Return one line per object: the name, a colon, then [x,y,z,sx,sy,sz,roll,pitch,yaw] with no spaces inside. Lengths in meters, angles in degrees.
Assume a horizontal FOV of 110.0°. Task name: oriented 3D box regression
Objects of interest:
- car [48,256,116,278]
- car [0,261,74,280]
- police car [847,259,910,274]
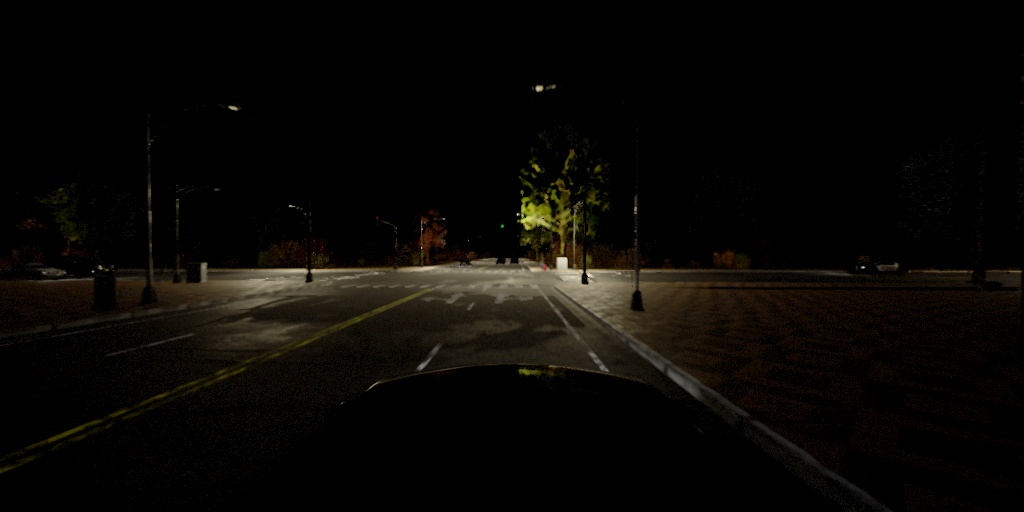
car: [-42.256,1.027,35.096,5.566,2.045,2.150,0,1,3]
car: [-42.507,1.381,31.852,4.674,1.442,1.812,0,1,3]
police car: [38.083,1.134,37.469,4.974,1.542,2.038,0,1,3]
